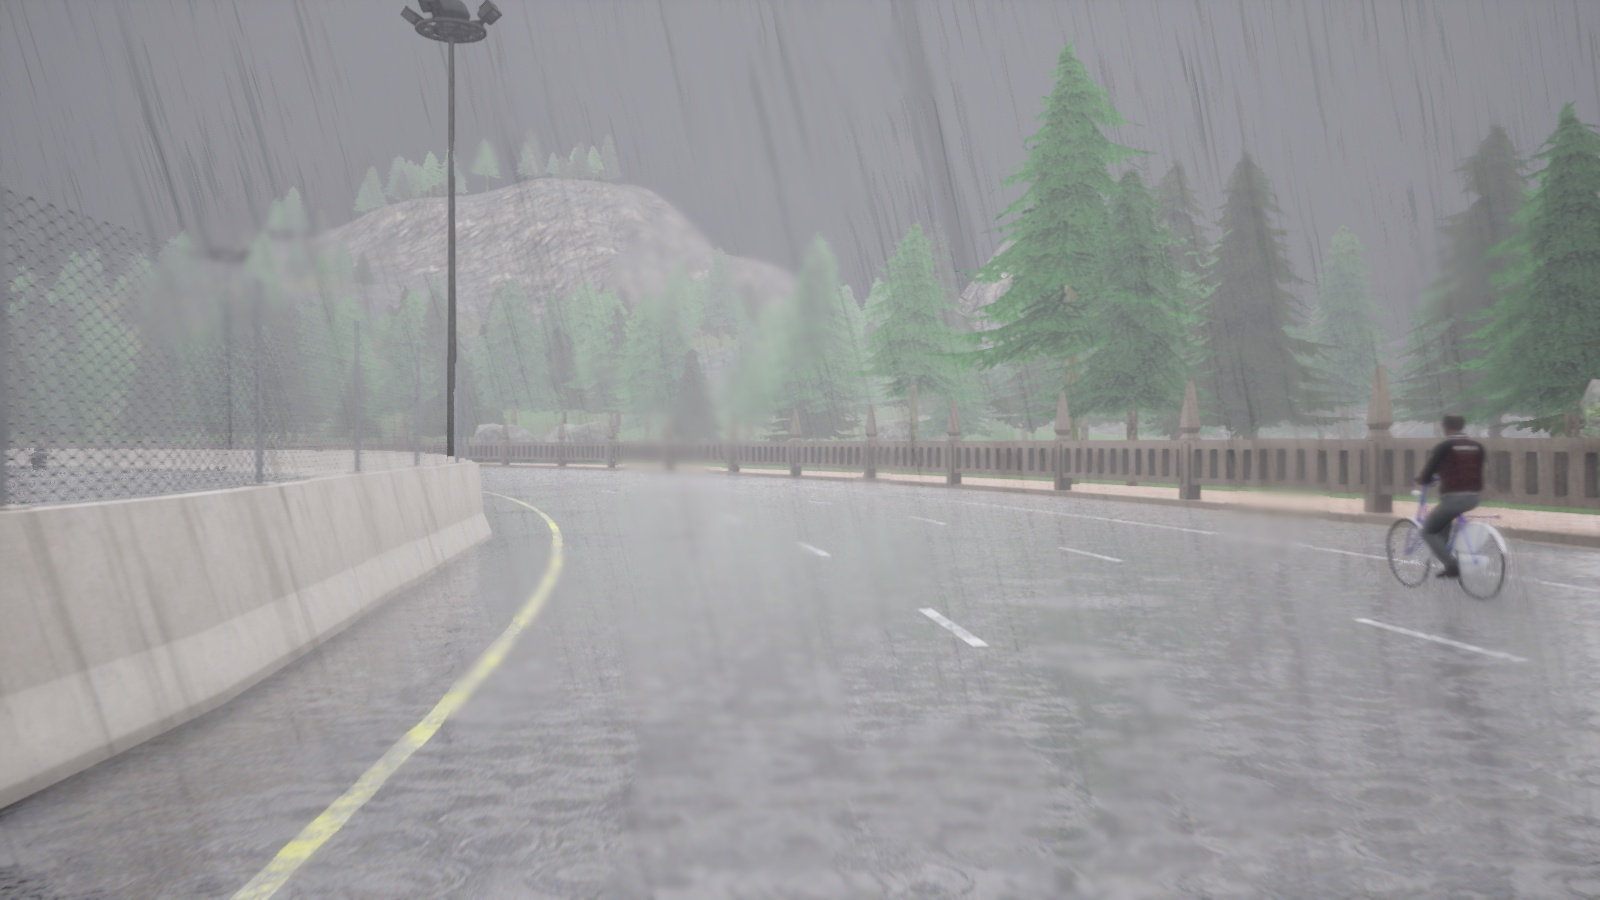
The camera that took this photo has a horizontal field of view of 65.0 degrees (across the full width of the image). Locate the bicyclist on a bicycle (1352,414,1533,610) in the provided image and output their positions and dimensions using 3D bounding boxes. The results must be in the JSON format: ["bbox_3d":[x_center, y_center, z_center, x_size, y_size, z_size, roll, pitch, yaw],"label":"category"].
[{"bbox_3d":[6.230,0.551,12.297,0.659,1.776,1.843,0,1,-6],"label":"bicyclist on a bicycle"}]

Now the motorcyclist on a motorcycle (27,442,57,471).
[{"bbox_3d":[-40.968,0.325,67.882,2.044,1.523,0.797,0,2,42],"label":"motorcyclist on a motorcycle"}]
